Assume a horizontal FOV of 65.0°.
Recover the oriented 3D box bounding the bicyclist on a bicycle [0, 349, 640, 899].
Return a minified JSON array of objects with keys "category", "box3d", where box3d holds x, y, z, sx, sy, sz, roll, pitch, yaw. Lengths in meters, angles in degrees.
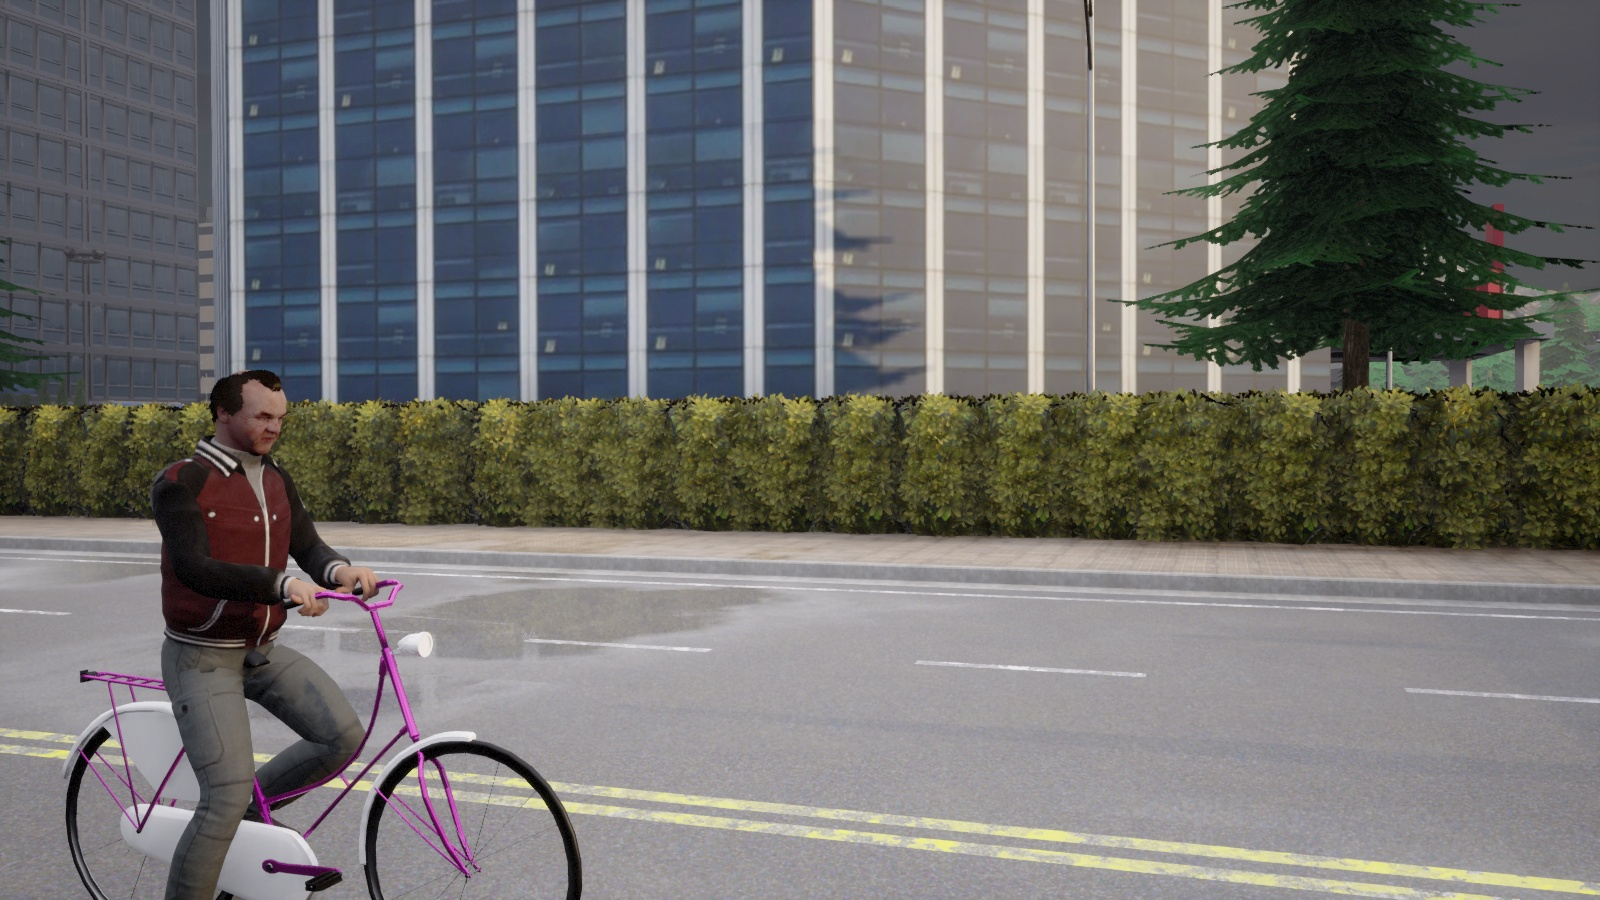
[{"category":"bicyclist on a bicycle","box3d":[-1.451,0.633,3.680,1.843,1.776,0.659,0,1,19]}]
